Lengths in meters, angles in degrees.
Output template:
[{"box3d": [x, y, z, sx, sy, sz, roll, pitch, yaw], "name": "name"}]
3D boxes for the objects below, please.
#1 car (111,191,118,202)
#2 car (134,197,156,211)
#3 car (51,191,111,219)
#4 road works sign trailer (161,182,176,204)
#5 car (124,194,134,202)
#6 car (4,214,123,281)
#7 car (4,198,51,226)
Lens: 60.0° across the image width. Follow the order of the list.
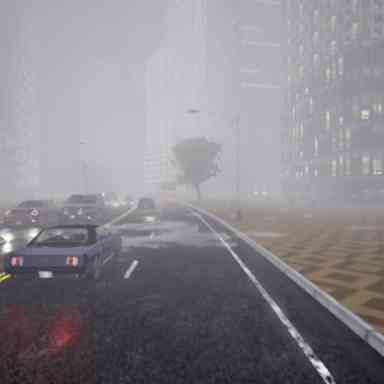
[{"box3d": [-15.314, 0.840, 63.470, 2.150, 2.045, 5.566, 0, 1, -10], "name": "car"}, {"box3d": [-5.002, 1.262, 36.853, 1.882, 1.535, 5.008, 0, 1, -6], "name": "car"}, {"box3d": [-7.307, 1.115, 22.616, 2.150, 2.045, 5.566, 0, 0, -4], "name": "car"}, {"box3d": [-3.767, 0.125, 53.273, 2.380, 3.560, 2.880, 0, 0, -9], "name": "road works sign trailer"}, {"box3d": [-11.919, 1.139, 62.912, 1.812, 1.442, 4.674, 0, 1, -9], "name": "car"}, {"box3d": [-3.312, 1.559, 9.672, 1.895, 1.301, 4.718, 0, 0, -1], "name": "car"}, {"box3d": [-10.548, 1.261, 22.219, 2.097, 1.767, 4.553, 0, 0, -3], "name": "car"}]
